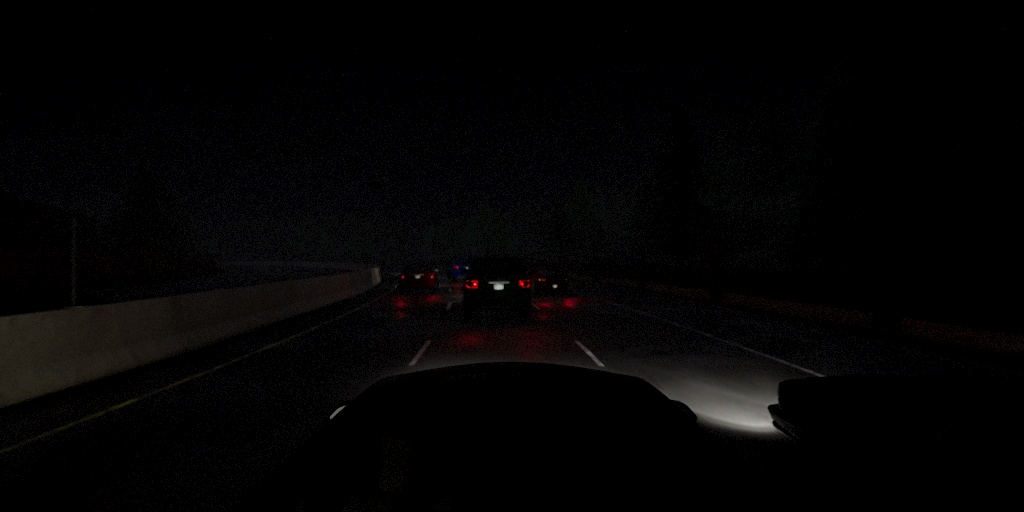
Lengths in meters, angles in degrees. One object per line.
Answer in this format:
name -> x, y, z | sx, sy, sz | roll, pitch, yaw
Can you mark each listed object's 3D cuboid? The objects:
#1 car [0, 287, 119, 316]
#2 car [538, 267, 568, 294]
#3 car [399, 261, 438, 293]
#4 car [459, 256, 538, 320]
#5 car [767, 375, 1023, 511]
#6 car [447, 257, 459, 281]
car -> -10.786, 1.364, 7.410 | 1.994, 1.385, 4.181 | 0, 0, -3
car -> 1.778, 1.352, 20.426 | 1.812, 1.442, 4.674 | 0, 0, -10
car -> -5.639, 1.203, 22.020 | 2.097, 1.767, 4.553 | 0, 0, -11
car -> -0.663, 1.022, 13.172 | 2.150, 2.045, 5.566 | 0, 0, -6
car -> 3.555, 1.287, 1.168 | 2.033, 1.411, 5.357 | 0, 0, -1
car -> -4.450, 1.111, 31.761 | 2.150, 2.045, 5.566 | 0, 0, -16
